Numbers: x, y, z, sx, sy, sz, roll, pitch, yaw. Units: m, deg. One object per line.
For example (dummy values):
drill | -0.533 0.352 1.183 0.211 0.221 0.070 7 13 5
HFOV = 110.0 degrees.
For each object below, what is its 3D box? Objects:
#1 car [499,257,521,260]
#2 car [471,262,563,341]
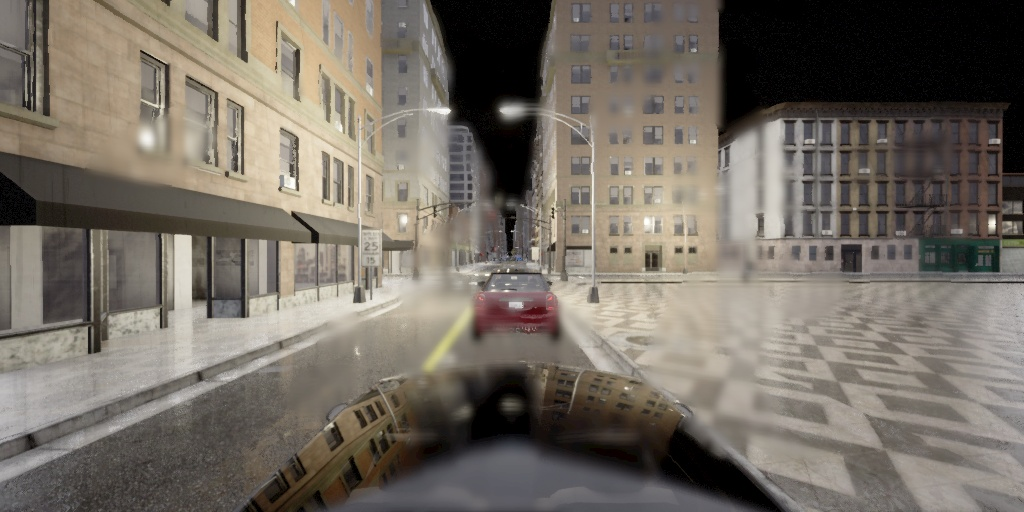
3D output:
car | 0.056 1.101 19.832 2.097 1.767 4.553 0 0 -1
car | 0.105 1.101 10.015 2.097 1.767 4.553 0 0 0
